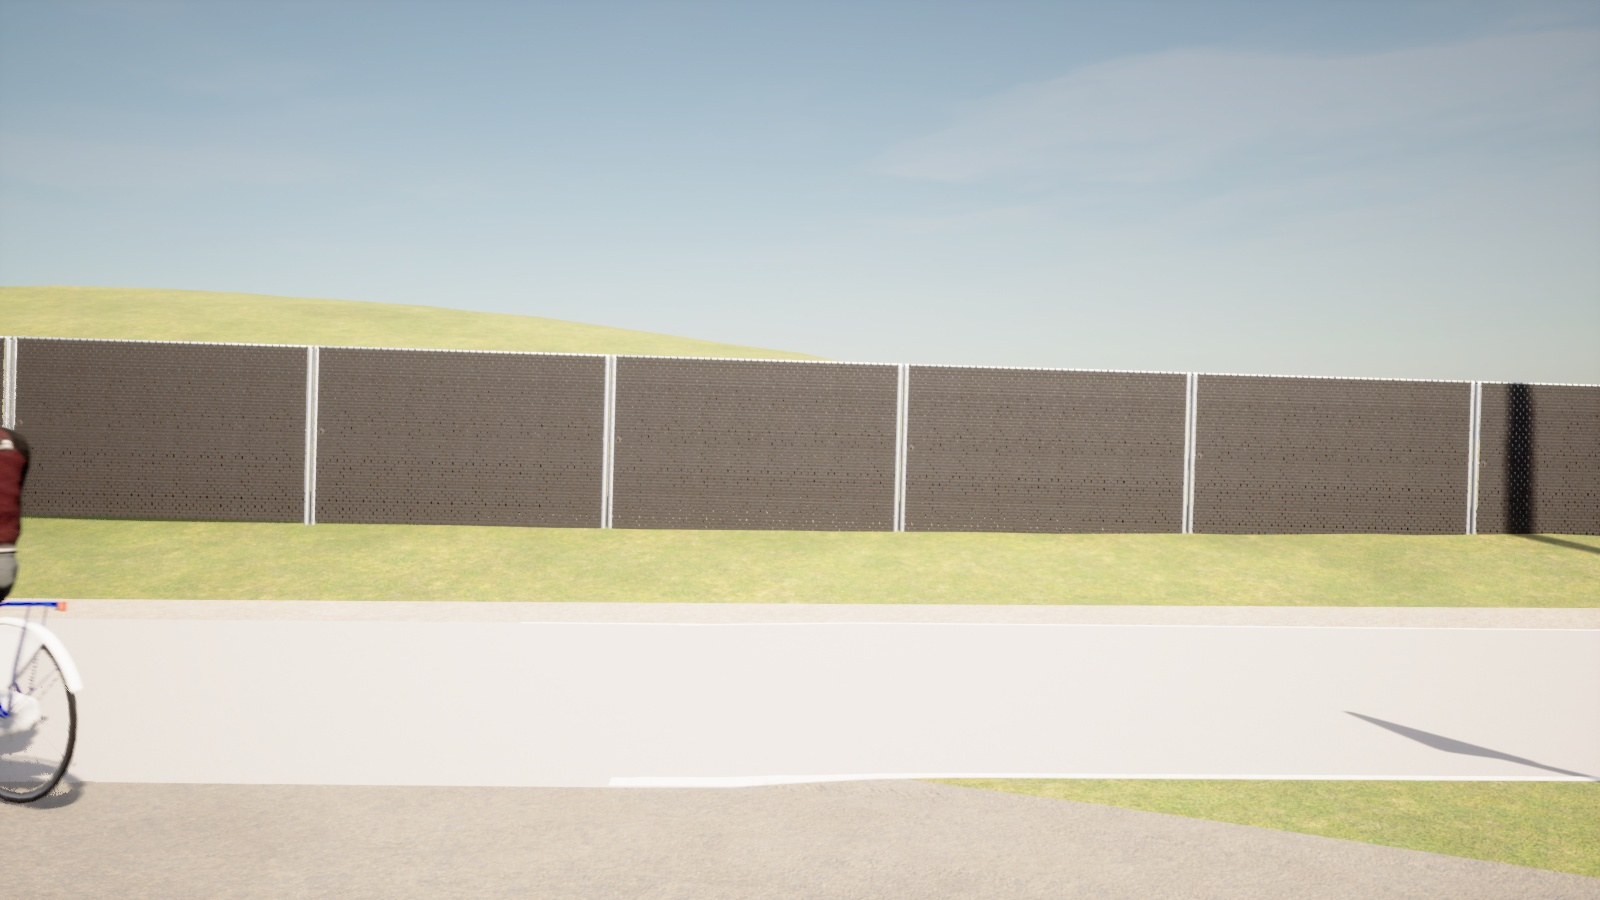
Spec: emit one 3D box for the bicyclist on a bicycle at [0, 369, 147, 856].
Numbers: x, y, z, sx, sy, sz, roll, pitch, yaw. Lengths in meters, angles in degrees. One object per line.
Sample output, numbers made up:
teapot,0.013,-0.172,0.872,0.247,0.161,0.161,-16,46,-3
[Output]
bicyclist on a bicycle,-3.657,0.590,5.193,1.843,1.776,0.659,0,1,23
